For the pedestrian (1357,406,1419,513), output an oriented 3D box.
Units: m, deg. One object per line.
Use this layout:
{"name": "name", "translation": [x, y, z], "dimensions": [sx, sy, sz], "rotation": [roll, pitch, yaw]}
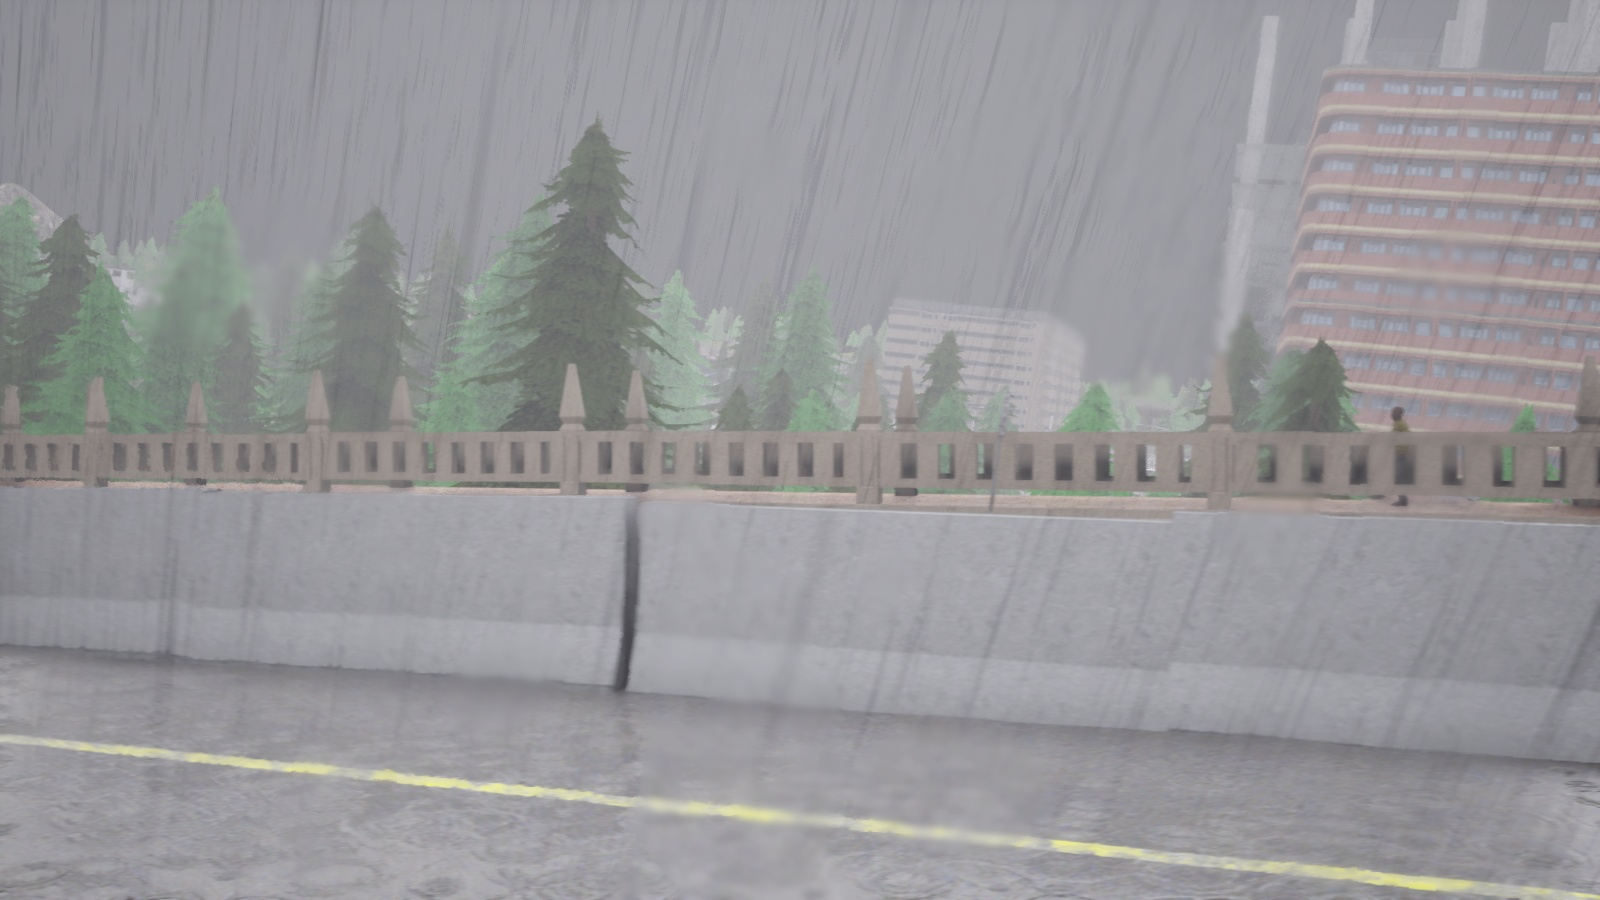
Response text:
{"name": "pedestrian", "translation": [10.552, 0.166, 22.552], "dimensions": [0.726, 1.835, 0.370], "rotation": [8, 3, 19]}
